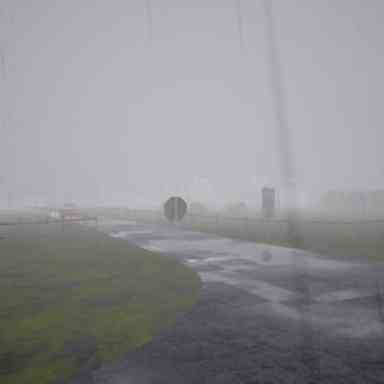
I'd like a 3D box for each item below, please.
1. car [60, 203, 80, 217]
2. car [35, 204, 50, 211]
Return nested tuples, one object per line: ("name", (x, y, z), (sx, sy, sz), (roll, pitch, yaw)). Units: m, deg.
("car", (-17.703, 2.579, 48.066), (2.150, 2.045, 5.566), (2, -2, -30))
("car", (-37.187, 3.942, 83.557), (1.882, 1.535, 5.008), (2, -3, -35))
